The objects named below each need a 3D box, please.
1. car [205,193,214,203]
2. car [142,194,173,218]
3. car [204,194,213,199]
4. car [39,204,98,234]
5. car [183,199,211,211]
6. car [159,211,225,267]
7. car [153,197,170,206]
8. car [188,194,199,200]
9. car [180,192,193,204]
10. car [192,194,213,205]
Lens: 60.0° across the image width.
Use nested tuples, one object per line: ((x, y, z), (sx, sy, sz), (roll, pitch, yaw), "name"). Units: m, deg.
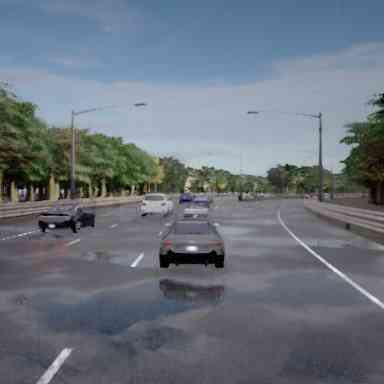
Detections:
((2.722, 1.388, 57.515), (1.837, 1.490, 4.892), (0, 0, 6), "car")
((-3.002, 1.169, 29.783), (2.150, 2.045, 5.566), (0, 0, 3), "car")
((4.674, 1.289, 93.570), (1.812, 1.442, 4.674), (0, 0, 11), "car")
((-6.818, 1.441, 18.806), (2.128, 1.511, 4.902), (0, 0, 2), "car")
((0.421, 1.566, 28.074), (1.895, 1.301, 4.718), (0, 0, 3), "car")
((0.011, 1.559, 11.377), (1.994, 1.385, 4.181), (0, 0, 0), "car")
((-4.846, 1.472, 53.431), (1.895, 1.301, 4.718), (0, 0, 6), "car")
((0.415, 1.245, 89.906), (1.882, 1.535, 5.008), (0, 0, 11), "car")
((-0.794, 1.094, 57.788), (2.150, 2.045, 5.566), (0, 0, 7), "car")
((1.399, 1.396, 43.662), (1.882, 1.535, 5.008), (0, 0, 5), "car")
